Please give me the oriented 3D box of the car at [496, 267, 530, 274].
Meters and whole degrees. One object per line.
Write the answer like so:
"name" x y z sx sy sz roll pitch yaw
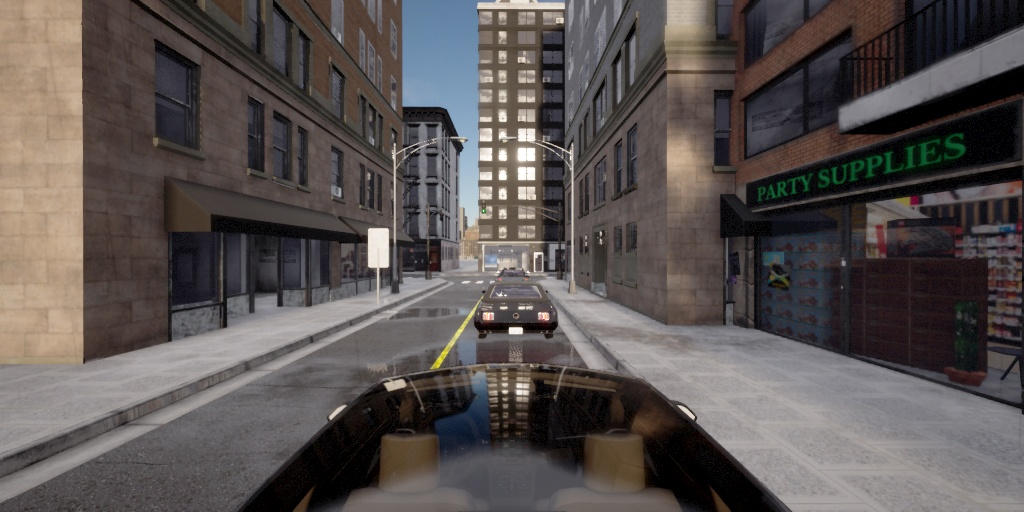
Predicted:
"car" 0.066 1.314 20.040 1.994 1.385 4.181 0 0 0

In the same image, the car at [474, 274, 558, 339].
"car" 0.088 1.351 10.064 1.895 1.301 4.718 0 0 0
